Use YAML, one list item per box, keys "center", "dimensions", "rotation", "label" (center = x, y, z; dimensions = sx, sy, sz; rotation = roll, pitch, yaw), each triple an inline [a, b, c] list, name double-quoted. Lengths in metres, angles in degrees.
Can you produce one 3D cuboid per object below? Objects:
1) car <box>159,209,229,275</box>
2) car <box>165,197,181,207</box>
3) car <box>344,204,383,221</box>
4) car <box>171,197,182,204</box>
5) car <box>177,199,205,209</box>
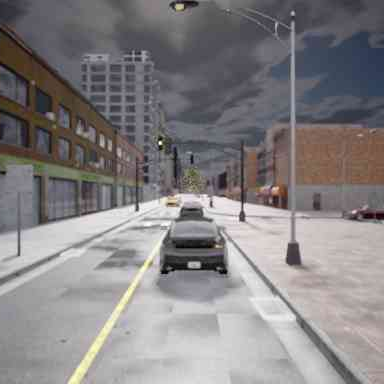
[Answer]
- center: [0.047, 1.515, 10.494]
  dimensions: [1.837, 1.490, 4.892]
  rotation: [0, 0, 0]
  label: "car"
- center: [-3.082, 1.516, 51.735]
  dimensions: [1.882, 1.535, 5.008]
  rotation: [0, 0, 0]
  label: "car"
- center: [16.225, 1.848, 30.568]
  dimensions: [4.097, 1.590, 1.967]
  rotation: [1, -1, 0]
  label: "car"
- center: [-3.085, 1.636, 67.186]
  dimensions: [1.895, 1.301, 4.718]
  rotation: [0, 0, 0]
  label: "car"
- center: [-0.034, 1.536, 26.971]
  dimensions: [1.837, 1.490, 4.892]
  rotation: [0, 0, 0]
  label: "car"
